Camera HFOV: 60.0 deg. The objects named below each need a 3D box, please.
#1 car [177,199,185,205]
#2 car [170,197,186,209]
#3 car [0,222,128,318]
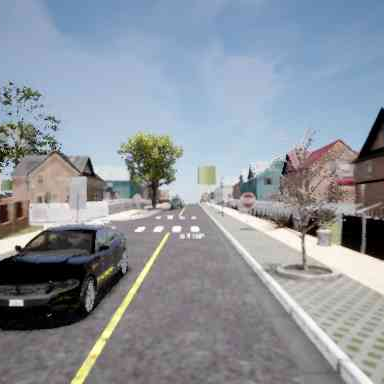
[{"bbox_3d":[-2.739,2.485,85.488,1.837,1.490,4.892,0,-1,0],"label":"car"},{"bbox_3d":[-2.742,1.941,59.470,2.150,2.045,5.566,0,1,0],"label":"car"},{"bbox_3d":[-2.828,1.539,7.873,1.882,1.535,5.008,0,0,0],"label":"car"}]
